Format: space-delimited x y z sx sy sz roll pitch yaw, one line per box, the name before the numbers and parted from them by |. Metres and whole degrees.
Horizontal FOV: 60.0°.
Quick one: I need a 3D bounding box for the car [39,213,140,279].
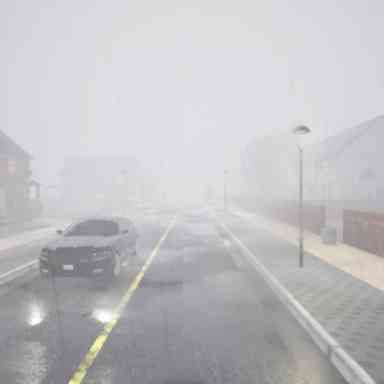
car | -2.831 1.451 10.139 1.882 1.535 5.008 0 0 0
